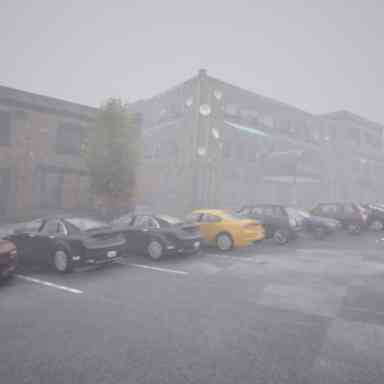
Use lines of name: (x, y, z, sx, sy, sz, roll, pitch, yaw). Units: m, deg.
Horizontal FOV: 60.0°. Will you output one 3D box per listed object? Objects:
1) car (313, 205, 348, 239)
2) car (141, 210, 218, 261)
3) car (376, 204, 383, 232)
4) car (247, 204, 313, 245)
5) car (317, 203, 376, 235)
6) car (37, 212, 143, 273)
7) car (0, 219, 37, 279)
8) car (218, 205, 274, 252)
car: (5.314, 1.547, 17.441, 4.674, 1.452, 2.002, -1, -1, 34)
car: (-1.834, 1.484, 12.287, 4.892, 1.521, 2.231, -1, -1, 34)
car: (10.088, 1.545, 20.846, 5.008, 1.535, 2.097, -1, -1, 35)
car: (2.950, 1.370, 15.705, 4.553, 1.767, 2.185, -1, -1, 34)
car: (7.717, 1.398, 19.123, 4.553, 1.767, 2.185, -1, -1, 34)
car: (-4.214, 1.479, 10.574, 4.892, 1.521, 2.231, -1, -1, 34)
car: (-6.600, 1.474, 8.865, 5.008, 1.535, 2.097, -1, -1, 34)
car: (0.549, 1.488, 14.006, 5.008, 1.535, 2.097, -1, -1, 34)
